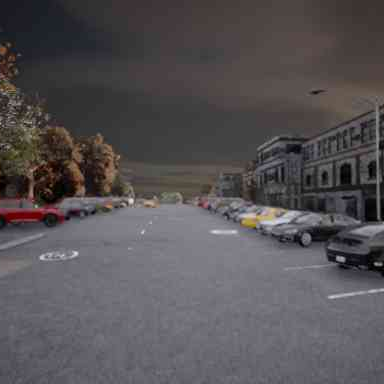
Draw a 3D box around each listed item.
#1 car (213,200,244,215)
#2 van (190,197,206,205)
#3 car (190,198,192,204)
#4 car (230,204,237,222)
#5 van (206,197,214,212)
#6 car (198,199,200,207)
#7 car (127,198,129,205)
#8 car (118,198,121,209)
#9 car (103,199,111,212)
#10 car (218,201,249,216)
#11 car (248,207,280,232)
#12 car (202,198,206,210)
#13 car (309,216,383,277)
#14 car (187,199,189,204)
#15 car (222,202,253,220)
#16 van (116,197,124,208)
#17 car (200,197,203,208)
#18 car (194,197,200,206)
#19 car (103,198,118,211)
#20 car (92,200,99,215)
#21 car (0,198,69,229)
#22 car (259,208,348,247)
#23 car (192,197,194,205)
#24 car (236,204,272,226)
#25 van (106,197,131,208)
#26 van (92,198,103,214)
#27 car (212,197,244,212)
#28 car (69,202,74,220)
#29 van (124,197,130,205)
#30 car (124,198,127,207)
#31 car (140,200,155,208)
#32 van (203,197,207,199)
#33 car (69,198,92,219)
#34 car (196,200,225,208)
[{"bbox_3d":[5.137,1.898,33.849,4.892,1.521,2.231,1,0,-23],"label":"car"},{"bbox_3d":[1.715,2.579,95.390,4.442,1.987,1.878,2,-3,-24],"label":"van"},{"bbox_3d":[2.996,2.397,74.918,5.366,1.575,1.946,1,-1,-23],"label":"car"},{"bbox_3d":[5.627,1.855,25.060,4.674,1.452,2.002,1,0,-23],"label":"car"},{"bbox_3d":[4.535,1.755,42.588,4.442,1.987,1.878,1,0,-23],"label":"van"},{"bbox_3d":[3.980,2.157,54.347,4.674,1.452,2.002,1,-1,-23],"label":"car"},{"bbox_3d":[-14.148,2.204,59.308,4.674,1.452,2.002,0,-1,-23],"label":"car"},{"bbox_3d":[-13.643,2.093,50.484,4.674,1.452,2.002,0,0,-23],"label":"car"},{"bbox_3d":[-13.143,1.956,41.669,4.892,1.521,2.231,-1,0,-23],"label":"car"},{"bbox_3d":[5.269,1.899,30.905,4.792,1.488,2.163,1,0,-23],"label":"car"},{"bbox_3d":[5.957,1.801,19.201,4.674,1.452,2.002,1,0,-23],"label":"car"},{"bbox_3d":[4.465,2.015,45.564,5.008,1.535,2.097,1,-1,-23],"label":"car"},{"bbox_3d":[6.446,1.680,10.419,4.892,1.521,2.231,1,-1,-23],"label":"car"},{"bbox_3d":[2.148,2.517,83.559,5.366,1.575,1.946,1,-1,-23],"label":"car"},{"bbox_3d":[5.471,1.844,27.987,4.892,1.521,2.231,1,0,-23],"label":"car"},{"bbox_3d":[-13.710,1.863,53.481,4.442,1.987,1.878,0,-1,-23],"label":"van"},{"bbox_3d":[4.115,1.954,51.414,4.553,1.767,2.185,1,-1,-23],"label":"car"},{"bbox_3d":[3.841,1.903,57.296,5.566,2.045,2.435,1,-1,-23],"label":"car"},{"bbox_3d":[-13.147,1.983,44.684,5.366,1.575,1.946,-1,-1,-23],"label":"car"},{"bbox_3d":[-12.847,1.926,35.778,4.792,1.488,2.163,-1,0,-23],"label":"car"},{"bbox_3d":[-12.138,1.535,24.049,5.566,2.045,2.435,-1,-1,-23],"label":"car"},{"bbox_3d":[6.127,1.735,16.273,4.892,1.521,2.231,1,0,-23],"label":"car"},{"bbox_3d":[3.324,2.313,69.067,5.366,1.575,1.946,1,-1,-23],"label":"car"},{"bbox_3d":[5.957,1.788,22.210,5.366,1.575,1.946,1,-1,-23],"label":"car"},{"bbox_3d":[-14.370,2.019,65.237,4.442,1.987,1.878,0,-1,-23],"label":"van"},{"bbox_3d":[-13.091,1.701,38.680,4.442,1.987,1.878,0,0,-23],"label":"van"},{"bbox_3d":[4.998,1.800,36.787,4.553,1.767,2.185,1,0,-23],"label":"car"},{"bbox_3d":[-12.350,1.843,26.957,4.792,1.488,2.163,-1,0,-23],"label":"car"},{"bbox_3d":[-14.416,1.980,62.197,4.442,1.987,1.878,0,-1,-23],"label":"van"},{"bbox_3d":[-13.980,2.167,56.368,4.674,1.452,2.002,0,-1,-23],"label":"car"},{"bbox_3d":[-7.875,2.183,60.968,1.882,1.535,5.008,0,-1,-3],"label":"car"},{"bbox_3d":[4.415,1.824,48.545,4.442,1.987,1.878,1,-1,-23],"label":"van"},{"bbox_3d":[-12.630,1.742,32.864,4.553,1.767,2.185,-1,0,-23],"label":"car"},{"bbox_3d":[3.476,2.232,63.135,4.892,1.521,2.231,1,-1,-23],"label":"car"}]
